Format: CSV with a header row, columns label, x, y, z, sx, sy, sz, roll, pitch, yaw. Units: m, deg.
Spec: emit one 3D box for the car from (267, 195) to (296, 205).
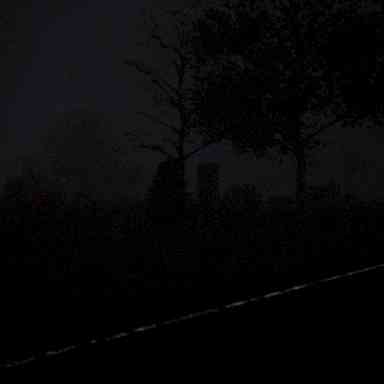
label,x,y,z,sx,sy,sz,roll,pitch,yaw
car,13.659,1.188,49.726,2.033,1.411,5.357,-1,1,-35
